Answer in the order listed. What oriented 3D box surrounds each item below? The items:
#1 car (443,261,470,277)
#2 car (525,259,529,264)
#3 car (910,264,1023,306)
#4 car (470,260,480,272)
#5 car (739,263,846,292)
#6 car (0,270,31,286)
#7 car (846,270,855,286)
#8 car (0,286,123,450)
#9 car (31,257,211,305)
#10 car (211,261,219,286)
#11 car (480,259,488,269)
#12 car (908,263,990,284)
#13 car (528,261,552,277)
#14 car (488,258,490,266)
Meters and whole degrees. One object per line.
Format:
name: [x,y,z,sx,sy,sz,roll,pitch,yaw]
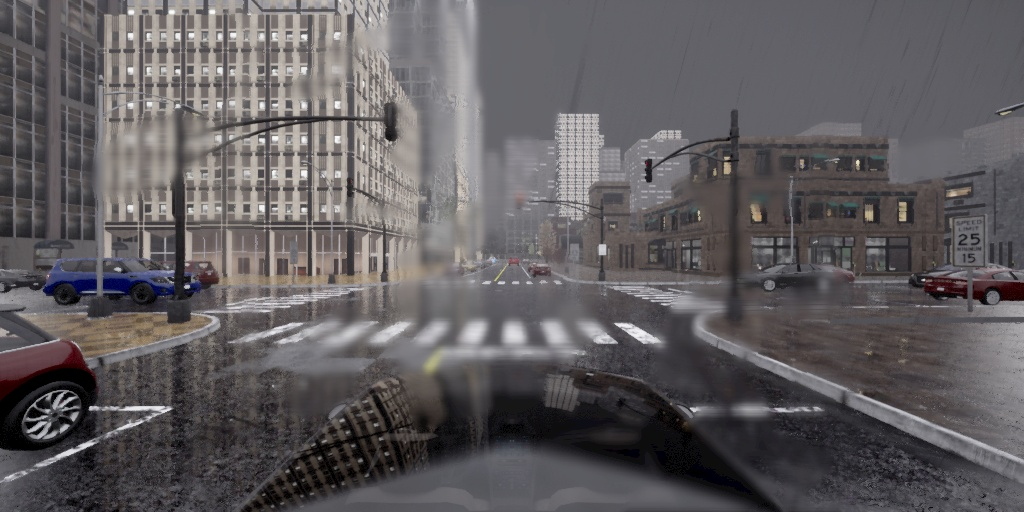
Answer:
car: [-5.527,1.341,34.726,1.802,1.307,4.207,0,0,0]
car: [2.909,1.348,45.765,1.802,1.307,4.207,0,0,0]
car: [19.134,1.153,14.162,4.507,1.381,1.888,0,0,-1]
car: [-5.472,1.292,45.637,1.751,1.417,4.829,0,0,0]
car: [15.140,1.147,19.915,4.892,1.490,1.837,0,0,-1]
car: [-31.432,1.508,22.036,4.403,1.370,2.007,0,0,-1]
car: [19.050,1.202,22.543,4.207,1.307,1.802,0,0,-1]
car: [-5.691,1.190,2.259,1.967,1.591,4.097,0,0,0]
car: [-17.609,1.080,16.387,5.566,2.045,2.150,0,0,-1]
car: [-21.022,1.204,22.140,5.009,1.841,2.192,0,0,-1]
car: [-5.415,1.324,56.889,2.007,1.370,4.403,0,0,0]
car: [24.943,1.141,20.021,4.181,1.385,1.994,0,0,-1]
car: [2.854,1.304,34.683,1.888,1.381,4.507,0,0,0]
car: [-5.388,1.344,62.429,1.948,1.339,4.313,0,0,0]
